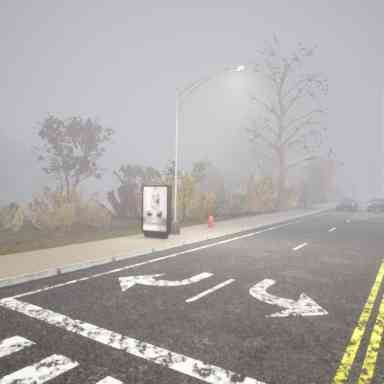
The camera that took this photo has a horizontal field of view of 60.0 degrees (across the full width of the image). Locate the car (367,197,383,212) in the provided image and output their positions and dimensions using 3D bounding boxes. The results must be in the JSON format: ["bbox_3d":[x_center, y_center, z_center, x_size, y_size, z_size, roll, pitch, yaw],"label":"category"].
[{"bbox_3d":[21.404,1.393,38.192,2.097,1.767,4.553,0,0,30],"label":"car"}]

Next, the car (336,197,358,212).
[{"bbox_3d":[18.596,1.390,39.829,2.097,1.767,4.553,0,0,30],"label":"car"}]
